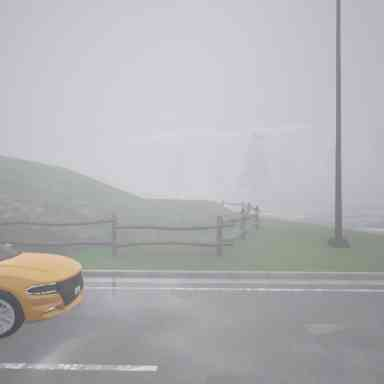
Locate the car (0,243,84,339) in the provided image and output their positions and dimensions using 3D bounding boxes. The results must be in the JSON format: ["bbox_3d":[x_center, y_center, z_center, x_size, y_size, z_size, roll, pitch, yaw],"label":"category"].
[{"bbox_3d":[-4.539,1.478,6.035,5.008,1.535,1.882,0,0,2],"label":"car"}]
